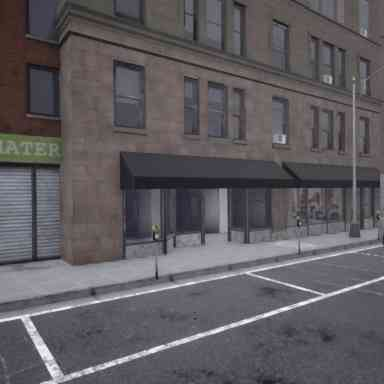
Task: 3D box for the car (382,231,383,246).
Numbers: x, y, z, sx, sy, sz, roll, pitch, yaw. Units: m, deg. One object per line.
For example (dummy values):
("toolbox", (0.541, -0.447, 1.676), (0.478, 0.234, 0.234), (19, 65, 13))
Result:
("car", (9.266, 1.540, 13.185), (4.507, 1.381, 1.887), (0, -1, -36))
